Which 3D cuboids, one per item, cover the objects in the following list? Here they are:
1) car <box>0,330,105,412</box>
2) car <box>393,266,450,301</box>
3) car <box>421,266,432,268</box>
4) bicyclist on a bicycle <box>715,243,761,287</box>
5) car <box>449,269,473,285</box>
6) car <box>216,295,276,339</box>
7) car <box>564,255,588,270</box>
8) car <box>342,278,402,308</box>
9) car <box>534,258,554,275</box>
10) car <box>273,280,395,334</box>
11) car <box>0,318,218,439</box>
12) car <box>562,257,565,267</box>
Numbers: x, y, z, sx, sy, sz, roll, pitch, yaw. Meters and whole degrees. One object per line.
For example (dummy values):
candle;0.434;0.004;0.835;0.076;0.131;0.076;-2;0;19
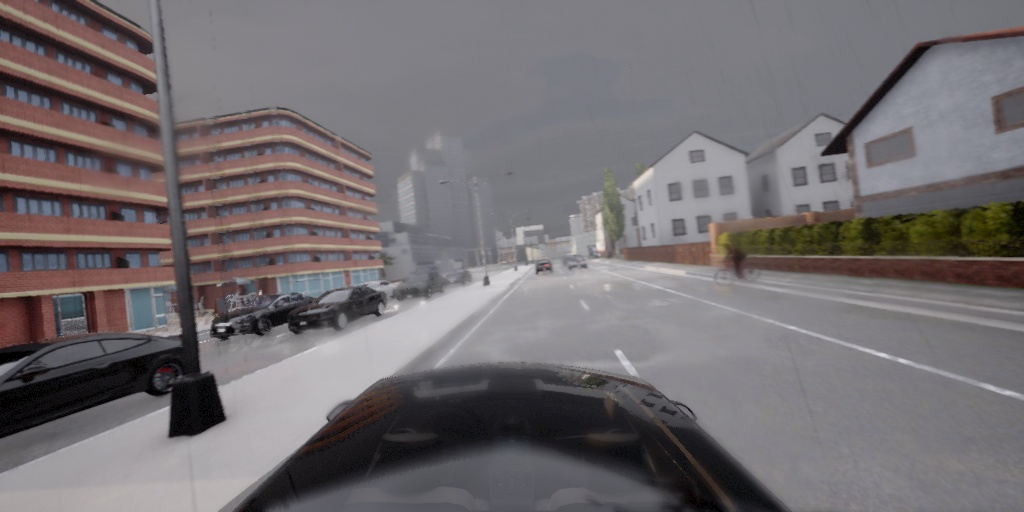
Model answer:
car;-11.433;2.625;6.729;1.895;1.301;4.718;-6;0;6
car;-6.136;1.905;24.295;2.097;1.767;4.553;-6;0;6
car;-8.467;2.099;35.566;2.150;2.045;5.566;-6;0;6
bicyclist on a bicycle;8.377;0.279;13.485;1.656;1.620;0.582;-13;-1;6
car;-5.072;1.992;34.314;2.128;1.511;4.902;-6;0;6
car;-10.504;2.470;15.714;2.128;1.511;4.902;-6;0;6
car;7.129;0.800;39.375;1.895;1.301;4.718;-6;0;6
car;-9.545;2.457;24.925;1.812;1.442;4.674;-6;0;6
car;3.485;1.098;38.551;1.837;1.490;4.892;-6;0;6
car;-7.077;2.077;15.057;1.882;1.535;5.008;-6;0;6
car;-7.982;2.168;6.040;1.812;1.442;4.674;-6;0;6
car;8.319;0.652;51.630;1.837;1.490;4.892;-6;0;6
